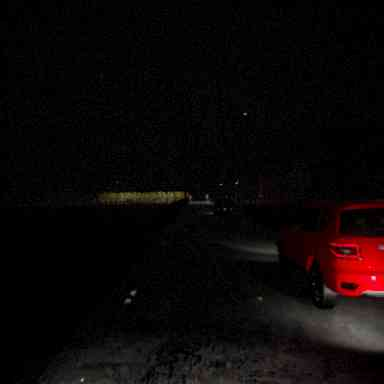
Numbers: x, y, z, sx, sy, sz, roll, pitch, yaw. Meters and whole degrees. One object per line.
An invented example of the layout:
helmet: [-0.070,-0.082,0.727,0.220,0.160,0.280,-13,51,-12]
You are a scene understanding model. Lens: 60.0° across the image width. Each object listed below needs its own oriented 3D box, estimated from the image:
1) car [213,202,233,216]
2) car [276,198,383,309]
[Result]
car: [3.158,1.683,34.148,2.033,1.411,5.357,0,0,1]
car: [3.544,1.213,8.034,2.150,2.045,5.566,-2,-2,4]
